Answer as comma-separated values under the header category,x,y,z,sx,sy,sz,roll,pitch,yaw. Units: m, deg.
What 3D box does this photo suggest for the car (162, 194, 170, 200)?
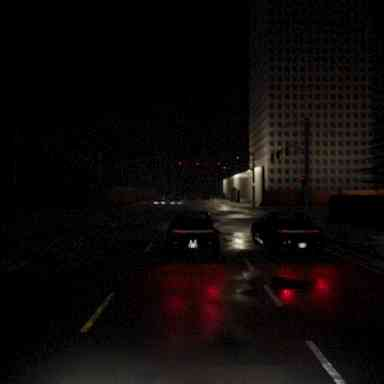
category,x,y,z,sx,sy,sz,roll,pitch,yaw
car,-6.993,1.411,89.239,1.882,1.535,5.008,0,0,0

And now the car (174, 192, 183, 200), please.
category,x,y,z,sx,sy,sz,roll,pitch,yaw
car,-3.493,1.158,89.209,2.150,2.045,5.566,0,0,0

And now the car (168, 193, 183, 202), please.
category,x,y,z,sx,sy,sz,roll,pitch,yaw
car,-3.494,1.313,73.626,2.097,1.767,4.553,0,0,0

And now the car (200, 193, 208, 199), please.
category,x,y,z,sx,sy,sz,roll,pitch,yaw
car,3.507,1.128,95.025,2.097,1.767,4.553,0,0,0

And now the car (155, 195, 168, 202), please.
category,x,y,z,sx,sy,sz,roll,pitch,yaw
car,-6.994,1.436,73.595,1.882,1.535,5.008,0,0,0

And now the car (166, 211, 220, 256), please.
category,x,y,z,sx,sy,sz,roll,pitch,yaw
car,0.045,1.484,13.051,2.128,1.511,4.902,0,0,0

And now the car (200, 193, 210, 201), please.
category,x,y,z,sx,sy,sz,roll,pitch,yaw
car,3.507,1.443,84.833,1.837,1.490,4.892,0,0,0

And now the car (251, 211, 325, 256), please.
category,x,y,z,sx,sy,sz,roll,pitch,yaw
car,3.545,1.484,13.048,2.128,1.511,4.902,0,0,0

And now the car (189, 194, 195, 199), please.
category,x,y,z,sx,sy,sz,roll,pitch,yaw
car,0.007,1.273,95.057,1.837,1.490,4.892,0,0,0

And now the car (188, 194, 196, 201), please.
category,x,y,z,sx,sy,sz,roll,pitch,yaw
car,0.007,1.298,84.804,2.097,1.767,4.553,0,0,0
